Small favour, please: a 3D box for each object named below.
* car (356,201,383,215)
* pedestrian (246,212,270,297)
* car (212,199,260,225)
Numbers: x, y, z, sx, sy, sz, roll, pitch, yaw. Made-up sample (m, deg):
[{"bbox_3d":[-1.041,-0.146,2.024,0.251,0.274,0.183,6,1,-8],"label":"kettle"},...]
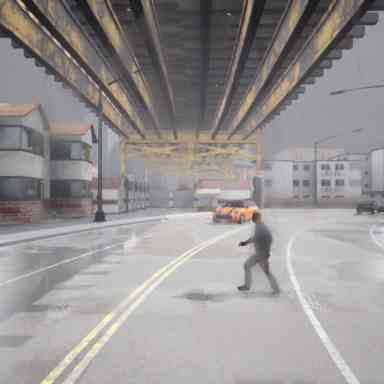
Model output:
[{"bbox_3d":[20.079,1.735,36.671,4.902,1.511,2.128,2,-1,-34],"label":"car"},{"bbox_3d":[1.429,1.294,7.189,0.375,1.860,0.375,1,-1,10],"label":"pedestrian"},{"bbox_3d":[3.265,1.368,24.124,2.097,1.767,4.553,0,0,32],"label":"car"}]
